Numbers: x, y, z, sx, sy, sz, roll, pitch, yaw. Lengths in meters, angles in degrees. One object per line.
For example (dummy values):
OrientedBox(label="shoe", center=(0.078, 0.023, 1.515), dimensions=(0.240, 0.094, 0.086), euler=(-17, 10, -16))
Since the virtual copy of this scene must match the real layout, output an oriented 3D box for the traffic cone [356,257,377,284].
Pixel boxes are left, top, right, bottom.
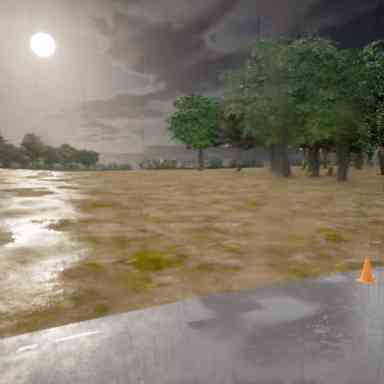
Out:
OrientedBox(label="traffic cone", center=(4.229, 1.866, 8.033), dimensions=(0.340, 0.580, 0.340), euler=(0, 1, -26))
